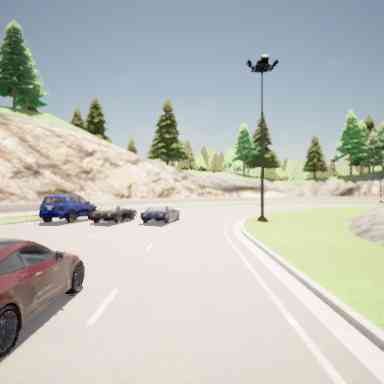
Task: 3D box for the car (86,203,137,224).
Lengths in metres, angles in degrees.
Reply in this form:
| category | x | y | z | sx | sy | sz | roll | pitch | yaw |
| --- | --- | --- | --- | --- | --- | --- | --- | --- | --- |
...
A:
| category | x | y | z | sx | sy | sz | roll | pitch | yaw |
| --- | --- | --- | --- | --- | --- | --- | --- | --- | --- |
| car | -5.788 | 1.637 | 25.080 | 1.895 | 1.301 | 4.718 | 0 | 0 | 11 |

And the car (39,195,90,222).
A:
| category | x | y | z | sx | sy | sz | roll | pitch | yaw |
| --- | --- | --- | --- | --- | --- | --- | --- | --- | --- |
| car | -9.429 | 1.259 | 25.792 | 2.150 | 2.045 | 5.566 | 0 | 0 | 11 |

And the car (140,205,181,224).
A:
| category | x | y | z | sx | sy | sz | roll | pitch | yaw |
| --- | --- | --- | --- | --- | --- | --- | --- | --- | --- |
| car | -2.234 | 1.637 | 25.057 | 1.895 | 1.301 | 4.718 | 0 | 0 | 12 |

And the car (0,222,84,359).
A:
| category | x | y | z | sx | sy | sz | roll | pitch | yaw |
| --- | --- | --- | --- | --- | --- | --- | --- | --- | --- |
| car | -3.422 | 1.534 | 5.833 | 1.812 | 1.442 | 4.674 | 0 | 0 | 0 |
